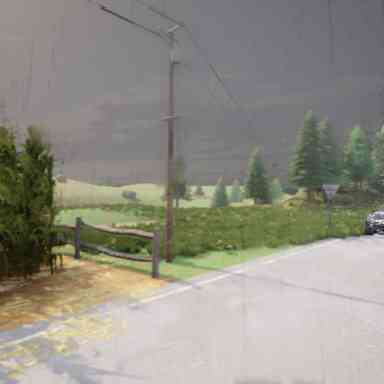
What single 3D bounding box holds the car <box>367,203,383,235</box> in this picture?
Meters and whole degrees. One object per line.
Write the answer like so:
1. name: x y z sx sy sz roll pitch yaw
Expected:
1. car: 10.630 1.302 17.242 2.097 1.767 4.553 1 1 42
